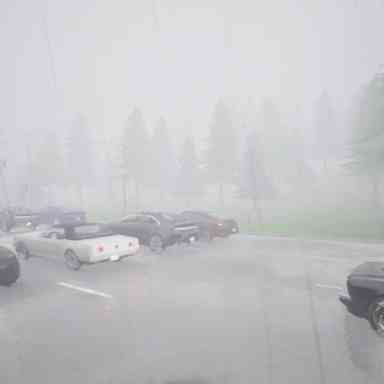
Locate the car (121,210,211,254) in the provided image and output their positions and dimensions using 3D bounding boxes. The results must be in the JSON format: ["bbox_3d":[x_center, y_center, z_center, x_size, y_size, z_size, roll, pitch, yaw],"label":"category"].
[{"bbox_3d":[-1.951,1.590,14.049,4.902,1.511,2.128,-1,0,36],"label":"car"}]

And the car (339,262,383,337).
[{"bbox_3d":[4.769,1.589,4.823,4.718,1.301,1.895,-1,0,36],"label":"car"}]

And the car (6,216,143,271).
[{"bbox_3d":[-4.118,1.701,11.296,4.718,1.301,1.895,-1,0,36],"label":"car"}]

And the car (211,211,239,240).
[{"bbox_3d":[0.108,1.623,16.881,4.674,1.442,1.812,-1,0,36],"label":"car"}]

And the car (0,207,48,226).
[{"bbox_3d":[-11.612,1.711,21.050,4.902,1.511,2.128,-1,0,36],"label":"car"}]

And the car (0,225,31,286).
[{"bbox_3d":[-6.251,1.665,8.512,4.181,1.385,1.994,-1,0,36],"label":"car"}]

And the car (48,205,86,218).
[{"bbox_3d":[-9.741,1.699,24.019,5.008,1.535,1.882,-1,0,36],"label":"car"}]
